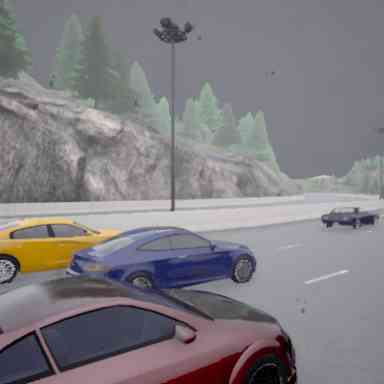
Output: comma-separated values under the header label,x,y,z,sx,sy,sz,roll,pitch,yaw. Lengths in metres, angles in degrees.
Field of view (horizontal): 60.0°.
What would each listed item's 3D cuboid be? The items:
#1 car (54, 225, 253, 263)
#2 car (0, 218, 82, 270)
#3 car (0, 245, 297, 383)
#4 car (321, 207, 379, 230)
label,x,y,z,sx,sy,sz,roll,pitch,yaw
car,-0.516,1.533,7.868,4.674,1.442,1.812,0,0,-37
car,-3.982,1.494,9.635,5.008,1.535,1.882,0,0,-36
car,-0.893,1.569,3.242,4.181,1.385,1.994,0,0,-36
car,10.228,1.593,21.287,4.718,1.301,1.895,0,0,-42
